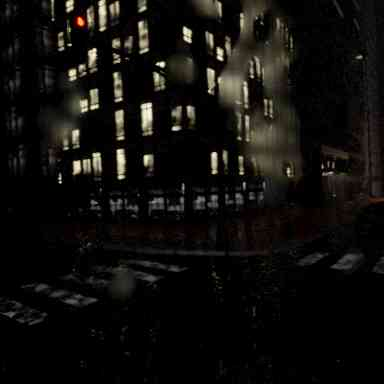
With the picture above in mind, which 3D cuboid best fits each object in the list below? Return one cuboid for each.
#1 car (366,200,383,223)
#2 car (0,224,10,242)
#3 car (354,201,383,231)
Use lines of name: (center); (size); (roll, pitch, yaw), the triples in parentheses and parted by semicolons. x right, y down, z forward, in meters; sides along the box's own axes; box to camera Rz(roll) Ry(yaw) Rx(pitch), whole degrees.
car: (13.720, 1.306, 23.458); (1.947, 1.339, 4.313); (-3, -1, 36)
car: (-10.912, 1.796, 16.610); (4.829, 1.417, 1.752); (-2, 0, 37)
car: (10.309, 1.339, 18.737); (1.752, 1.417, 4.829); (-3, -1, 36)
